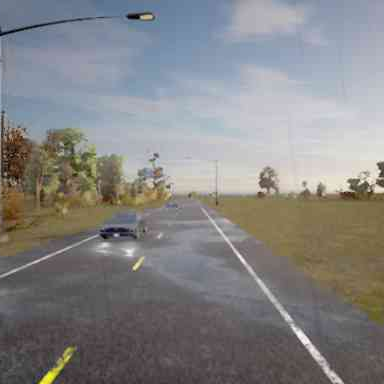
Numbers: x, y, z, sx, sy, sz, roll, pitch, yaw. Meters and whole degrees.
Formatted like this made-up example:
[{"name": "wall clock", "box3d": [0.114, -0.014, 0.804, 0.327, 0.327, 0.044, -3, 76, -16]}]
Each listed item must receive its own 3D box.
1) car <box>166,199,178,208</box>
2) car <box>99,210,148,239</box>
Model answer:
[{"name": "car", "box3d": [-3.559, 2.016, 58.531, 2.128, 1.511, 4.902, 0, -1, 1]}, {"name": "car", "box3d": [-3.605, 1.714, 18.540, 2.033, 1.411, 5.357, 0, -1, 0]}]
